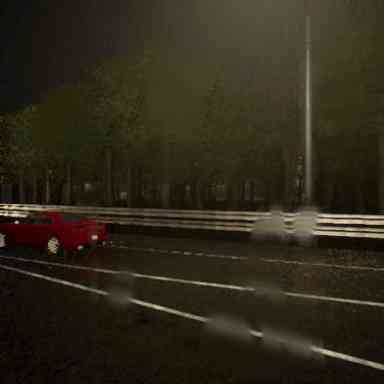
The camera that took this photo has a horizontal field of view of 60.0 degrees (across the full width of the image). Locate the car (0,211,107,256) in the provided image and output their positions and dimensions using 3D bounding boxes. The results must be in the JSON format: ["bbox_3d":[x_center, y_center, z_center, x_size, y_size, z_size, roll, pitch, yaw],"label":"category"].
[{"bbox_3d":[-5.703,1.495,13.274,5.008,1.535,1.882,0,0,29],"label":"car"}]
